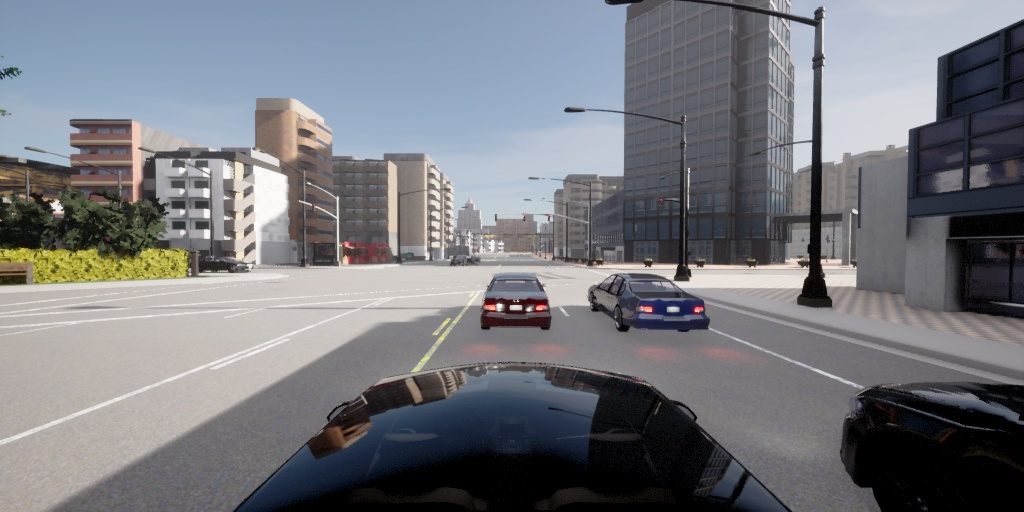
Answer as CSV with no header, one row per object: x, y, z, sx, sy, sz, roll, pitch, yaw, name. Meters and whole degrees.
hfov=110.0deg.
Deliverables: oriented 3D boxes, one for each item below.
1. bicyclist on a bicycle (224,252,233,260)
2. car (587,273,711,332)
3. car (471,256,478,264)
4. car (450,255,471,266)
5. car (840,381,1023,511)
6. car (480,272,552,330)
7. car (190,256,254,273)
-30.801,0.393,39.049,0.582,1.620,1.656,0,1,0,bicyclist on a bicycle
3.608,1.208,10.544,2.033,1.411,5.357,0,1,0,car
-7.098,0.611,58.145,1.895,1.301,4.718,0,0,0,car
-7.101,0.588,48.060,1.837,1.490,4.892,0,0,0,car
3.605,1.254,0.908,2.128,1.511,4.902,0,0,0,car
0.091,1.195,10.728,2.033,1.411,5.357,0,1,0,car
-25.446,0.736,31.538,4.902,1.511,2.128,0,1,0,car
